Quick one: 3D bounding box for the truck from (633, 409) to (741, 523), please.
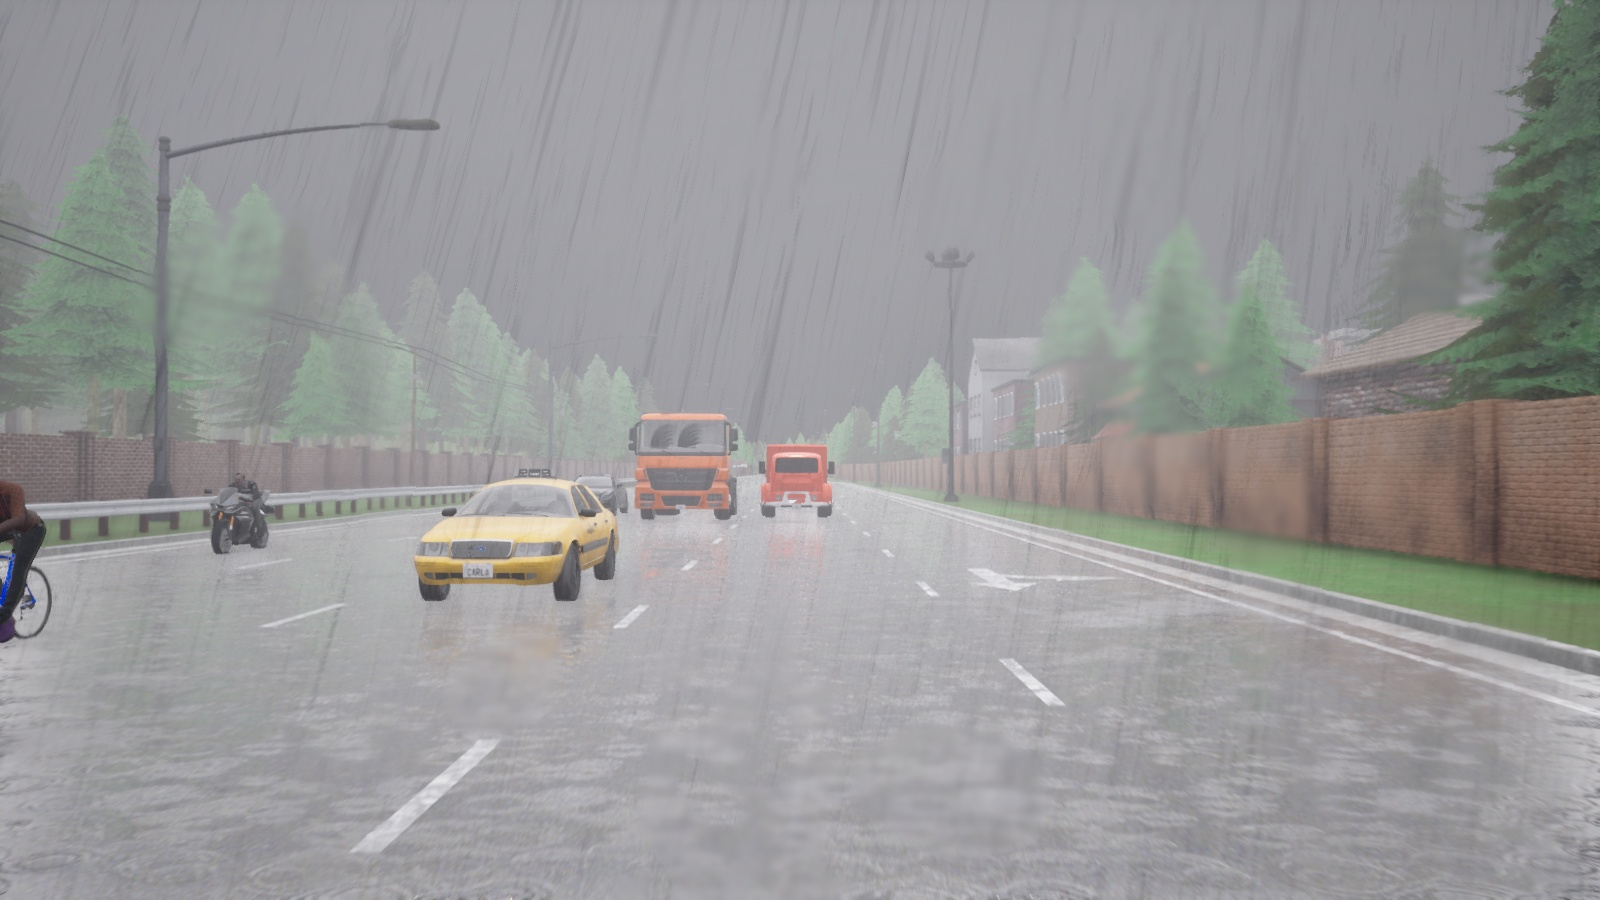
[{"bbox_3d":[-3.608,0.550,41.992,2.891,3.462,7.936,0,-1,0],"label":"truck"}]

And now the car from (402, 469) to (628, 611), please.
[{"bbox_3d":[-3.542,1.047,16.679,1.801,1.575,5.366,0,-1,0],"label":"car"}]

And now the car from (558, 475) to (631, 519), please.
[{"bbox_3d":[-7.109,1.603,43.850,1.812,1.442,4.674,0,-1,0],"label":"car"}]

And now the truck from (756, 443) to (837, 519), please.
[{"bbox_3d":[-0.110,1.057,43.504,2.627,2.467,5.204,0,-1,0],"label":"truck"}]

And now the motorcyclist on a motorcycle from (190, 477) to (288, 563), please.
[{"bbox_3d":[-10.559,1.289,23.741,0.866,1.530,2.191,0,-1,0],"label":"motorcyclist on a motorcycle"}]

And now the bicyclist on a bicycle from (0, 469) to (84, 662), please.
[{"bbox_3d":[-7.028,0.980,10.986,0.582,1.620,1.656,0,-1,0],"label":"bicyclist on a bicycle"}]
